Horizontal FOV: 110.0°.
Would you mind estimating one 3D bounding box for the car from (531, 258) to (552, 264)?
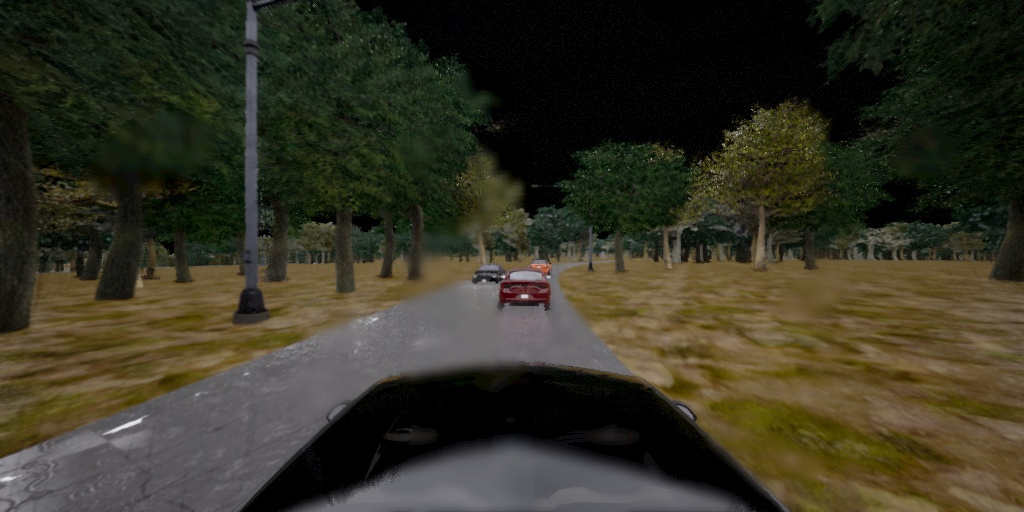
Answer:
[{"bbox_3d":[2.870,1.052,36.120,2.097,1.767,4.553,0,0,8],"label":"car"}]

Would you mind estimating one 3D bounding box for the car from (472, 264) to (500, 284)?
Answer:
[{"bbox_3d":[-1.576,1.284,26.765,2.033,1.411,5.357,0,0,6],"label":"car"}]

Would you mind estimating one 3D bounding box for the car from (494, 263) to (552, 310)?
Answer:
[{"bbox_3d":[0.572,1.217,14.647,1.882,1.535,5.008,0,0,3],"label":"car"}]
